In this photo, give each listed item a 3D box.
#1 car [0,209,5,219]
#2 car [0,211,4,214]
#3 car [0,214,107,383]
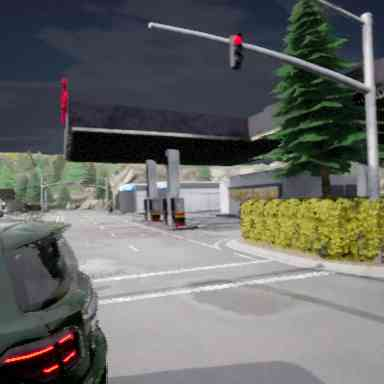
[{"bbox_3d":[-33.134,3.726,54.099,4.514,1.523,2.007,-2,-1,-22],"label":"car"},{"bbox_3d":[-31.944,3.619,51.198,5.027,1.636,2.152,-2,-1,-22],"label":"car"},{"bbox_3d":[-3.480,1.298,2.363,5.566,2.045,2.150,-1,-2,-13],"label":"car"}]
